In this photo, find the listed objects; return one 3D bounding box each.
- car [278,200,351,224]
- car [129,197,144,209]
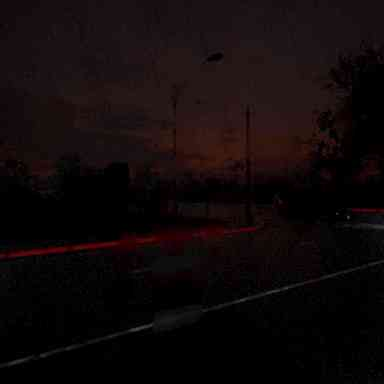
[{"bbox_3d":[8.231,1.320,22.697,2.128,1.511,4.902,-1,1,-39],"label":"car"},{"bbox_3d":[-6.002,1.287,40.419,1.882,1.535,5.008,-1,1,-39],"label":"car"}]
